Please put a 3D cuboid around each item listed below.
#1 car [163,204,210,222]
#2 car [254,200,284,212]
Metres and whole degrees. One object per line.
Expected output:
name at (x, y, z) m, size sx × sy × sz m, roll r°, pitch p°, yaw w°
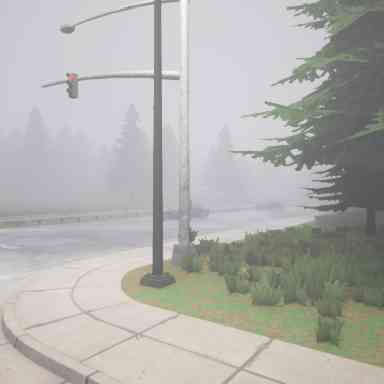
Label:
car at (-0.578, 1.574, 25.404) m, size 1.895 × 1.301 × 4.718 m, roll 0°, pitch 0°, yaw 35°
car at (9.060, 1.574, 39.144) m, size 1.895 × 1.301 × 4.718 m, roll 0°, pitch 0°, yaw 36°
